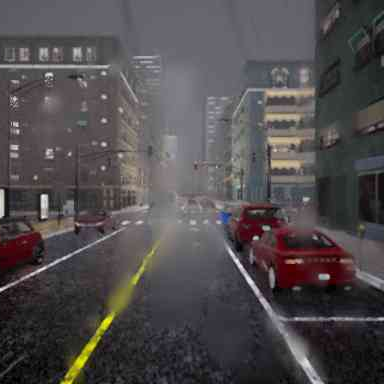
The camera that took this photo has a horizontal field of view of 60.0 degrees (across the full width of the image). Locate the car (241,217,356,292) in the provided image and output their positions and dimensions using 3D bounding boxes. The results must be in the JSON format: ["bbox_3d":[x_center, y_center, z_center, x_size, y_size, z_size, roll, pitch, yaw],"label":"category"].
[{"bbox_3d":[2.688,1.608,8.996,1.887,1.381,4.507,0,0,0],"label":"car"}]

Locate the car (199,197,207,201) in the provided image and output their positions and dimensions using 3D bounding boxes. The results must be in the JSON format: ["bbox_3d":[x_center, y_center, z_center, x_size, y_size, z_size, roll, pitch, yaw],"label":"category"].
[{"bbox_3d":[2.709,1.985,57.969,1.947,1.339,4.313,0,0,0],"label":"car"}]

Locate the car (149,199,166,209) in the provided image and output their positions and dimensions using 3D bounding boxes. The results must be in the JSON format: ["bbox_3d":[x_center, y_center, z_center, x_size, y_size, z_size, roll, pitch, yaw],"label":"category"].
[{"bbox_3d":[-5.675,1.943,52.461,1.947,1.339,4.313,0,0,0],"label":"car"}]

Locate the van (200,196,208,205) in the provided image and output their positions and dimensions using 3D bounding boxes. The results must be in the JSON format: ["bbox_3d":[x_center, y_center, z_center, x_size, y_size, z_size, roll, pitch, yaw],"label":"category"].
[{"bbox_3d":[2.714,1.888,74.540,1.690,1.788,3.998,0,0,0],"label":"van"}]

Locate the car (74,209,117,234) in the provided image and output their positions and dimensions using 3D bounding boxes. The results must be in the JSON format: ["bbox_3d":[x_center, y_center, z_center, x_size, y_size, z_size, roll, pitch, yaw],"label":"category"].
[{"bbox_3d":[-5.688,1.723,20.056,1.802,1.307,4.206,0,0,0],"label":"car"}]

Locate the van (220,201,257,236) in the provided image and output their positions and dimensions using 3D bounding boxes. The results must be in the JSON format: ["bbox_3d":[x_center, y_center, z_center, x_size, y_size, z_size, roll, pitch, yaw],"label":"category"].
[{"bbox_3d":[2.691,1.483,20.053,1.690,1.788,3.998,0,0,0],"label":"van"}]

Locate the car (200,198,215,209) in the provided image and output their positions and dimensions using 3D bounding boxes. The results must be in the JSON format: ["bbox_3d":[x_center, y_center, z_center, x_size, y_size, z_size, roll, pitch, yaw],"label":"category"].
[{"bbox_3d":[2.706,1.960,52.445,1.802,1.307,4.206,0,0,0],"label":"car"}]

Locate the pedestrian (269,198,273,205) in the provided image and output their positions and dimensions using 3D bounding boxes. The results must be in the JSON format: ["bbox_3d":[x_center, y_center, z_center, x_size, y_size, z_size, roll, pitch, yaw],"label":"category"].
[{"bbox_3d":[6.147,1.329,25.811,0.375,1.860,0.375,0,0,0],"label":"pedestrian"}]

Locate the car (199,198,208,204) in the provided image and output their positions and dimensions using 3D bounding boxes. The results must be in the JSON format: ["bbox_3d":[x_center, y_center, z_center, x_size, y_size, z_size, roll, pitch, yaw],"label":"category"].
[{"bbox_3d":[2.718,2.156,80.062,1.947,1.339,4.313,0,0,0],"label":"car"}]

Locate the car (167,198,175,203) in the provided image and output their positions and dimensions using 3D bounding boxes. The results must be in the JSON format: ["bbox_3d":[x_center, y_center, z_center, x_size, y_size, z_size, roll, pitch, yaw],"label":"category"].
[{"bbox_3d":[-5.658,2.260,91.124,1.802,1.307,4.206,0,0,0],"label":"car"}]

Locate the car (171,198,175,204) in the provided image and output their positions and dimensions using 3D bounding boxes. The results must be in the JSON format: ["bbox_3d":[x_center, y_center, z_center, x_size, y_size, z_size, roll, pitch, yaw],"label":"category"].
[{"bbox_3d":[-5.663,2.135,80.078,1.887,1.381,4.507,0,0,0],"label":"car"}]

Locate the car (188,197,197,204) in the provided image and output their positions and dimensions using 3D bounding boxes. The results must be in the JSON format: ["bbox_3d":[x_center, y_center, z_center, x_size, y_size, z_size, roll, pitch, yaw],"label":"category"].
[{"bbox_3d":[0.034,1.952,81.873,2.097,1.767,4.553,0,0,0],"label":"car"}]

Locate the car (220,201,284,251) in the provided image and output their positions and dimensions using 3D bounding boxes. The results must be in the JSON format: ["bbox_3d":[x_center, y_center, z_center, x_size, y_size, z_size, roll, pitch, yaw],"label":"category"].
[{"bbox_3d":[2.688,1.418,14.526,2.192,1.841,5.009,0,0,0],"label":"car"}]

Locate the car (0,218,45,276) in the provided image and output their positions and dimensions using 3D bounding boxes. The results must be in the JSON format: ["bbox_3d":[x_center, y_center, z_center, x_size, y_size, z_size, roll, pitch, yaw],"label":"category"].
[{"bbox_3d":[-5.694,1.504,9.002,1.967,1.590,4.097,0,0,0],"label":"car"}]

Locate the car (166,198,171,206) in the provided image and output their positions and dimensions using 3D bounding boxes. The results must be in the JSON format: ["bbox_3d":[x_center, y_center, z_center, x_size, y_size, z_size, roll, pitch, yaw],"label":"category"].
[{"bbox_3d":[-5.670,2.027,63.508,1.947,1.339,4.313,0,0,0],"label":"car"}]

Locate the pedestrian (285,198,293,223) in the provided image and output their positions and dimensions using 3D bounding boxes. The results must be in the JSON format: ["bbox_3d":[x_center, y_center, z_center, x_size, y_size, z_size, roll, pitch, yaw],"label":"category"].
[{"bbox_3d":[7.146,1.324,24.610,0.375,1.860,0.375,0,0,0],"label":"pedestrian"}]

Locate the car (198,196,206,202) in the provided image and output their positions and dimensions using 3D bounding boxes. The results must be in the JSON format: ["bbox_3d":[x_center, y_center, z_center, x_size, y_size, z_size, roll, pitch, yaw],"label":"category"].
[{"bbox_3d":[2.713,2.049,69.015,1.887,1.381,4.507,0,0,0],"label":"car"}]

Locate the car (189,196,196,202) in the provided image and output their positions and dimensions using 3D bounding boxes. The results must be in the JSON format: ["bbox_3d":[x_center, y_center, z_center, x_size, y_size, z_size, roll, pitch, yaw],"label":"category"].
[{"bbox_3d":[0.040,1.994,91.909,1.882,1.535,5.008,0,0,0],"label":"car"}]

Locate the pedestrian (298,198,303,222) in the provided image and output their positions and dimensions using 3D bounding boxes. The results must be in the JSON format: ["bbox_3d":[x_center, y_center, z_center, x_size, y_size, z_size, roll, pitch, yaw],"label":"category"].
[{"bbox_3d":[8.146,1.345,25.210,0.375,1.860,0.375,0,0,0],"label":"pedestrian"}]

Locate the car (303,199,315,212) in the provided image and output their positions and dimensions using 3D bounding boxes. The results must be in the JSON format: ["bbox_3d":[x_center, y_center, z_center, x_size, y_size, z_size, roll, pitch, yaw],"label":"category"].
[{"bbox_3d":[15.776,1.314,39.583,5.009,1.841,2.192,-1,1,0],"label":"car"}]
